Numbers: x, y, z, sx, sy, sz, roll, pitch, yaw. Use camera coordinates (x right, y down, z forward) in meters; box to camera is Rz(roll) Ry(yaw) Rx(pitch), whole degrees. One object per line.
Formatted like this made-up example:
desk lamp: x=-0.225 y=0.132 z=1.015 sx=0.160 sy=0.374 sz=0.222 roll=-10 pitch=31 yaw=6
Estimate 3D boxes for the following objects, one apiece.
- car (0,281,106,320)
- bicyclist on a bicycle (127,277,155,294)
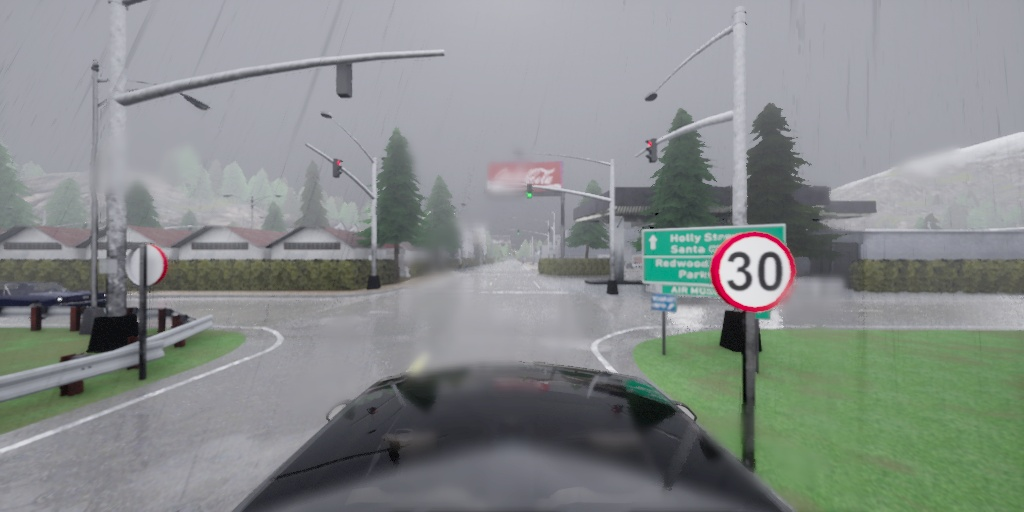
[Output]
car: x=-18.099 y=1.615 z=13.413 sx=4.718 sy=1.301 sz=1.895 roll=0 pitch=0 yaw=1
bicyclist on a bicycle: x=-21.694 y=1.364 z=20.942 sx=0.582 sy=1.620 sz=1.656 roll=0 pitch=0 yaw=1
